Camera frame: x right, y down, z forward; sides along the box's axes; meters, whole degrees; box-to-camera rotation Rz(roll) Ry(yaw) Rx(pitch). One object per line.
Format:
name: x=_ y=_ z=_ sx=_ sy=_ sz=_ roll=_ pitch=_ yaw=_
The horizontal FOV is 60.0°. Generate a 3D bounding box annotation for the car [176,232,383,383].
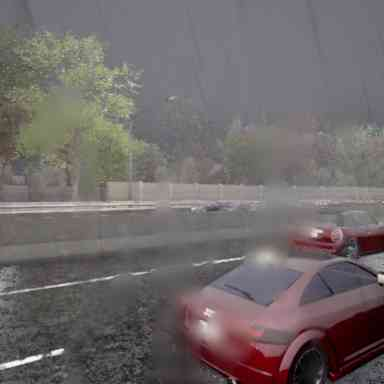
car: x=1.839 y=1.590 z=5.068 sx=4.181 sy=1.385 sz=1.994 roll=0 pitch=0 yaw=-35

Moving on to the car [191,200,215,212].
car: x=2.074 y=1.624 z=35.188 sx=4.902 sy=1.511 sz=2.128 roll=0 pitch=0 yaw=-37

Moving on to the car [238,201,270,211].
car: x=6.906 y=1.645 z=30.401 sx=4.892 sy=1.490 sz=1.837 roll=0 pitch=0 yaw=-35

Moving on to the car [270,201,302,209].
car: x=9.187 y=1.634 z=27.727 sx=4.902 sy=1.511 sz=2.128 roll=0 pitch=0 yaw=-35

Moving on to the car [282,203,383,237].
car: x=5.695 y=1.420 z=12.105 sx=4.553 sy=1.767 sz=2.097 roll=0 pitch=0 yaw=-35

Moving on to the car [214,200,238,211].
car: x=4.728 y=1.703 z=33.146 sx=4.181 sy=1.385 sz=1.994 roll=0 pitch=0 yaw=-35
